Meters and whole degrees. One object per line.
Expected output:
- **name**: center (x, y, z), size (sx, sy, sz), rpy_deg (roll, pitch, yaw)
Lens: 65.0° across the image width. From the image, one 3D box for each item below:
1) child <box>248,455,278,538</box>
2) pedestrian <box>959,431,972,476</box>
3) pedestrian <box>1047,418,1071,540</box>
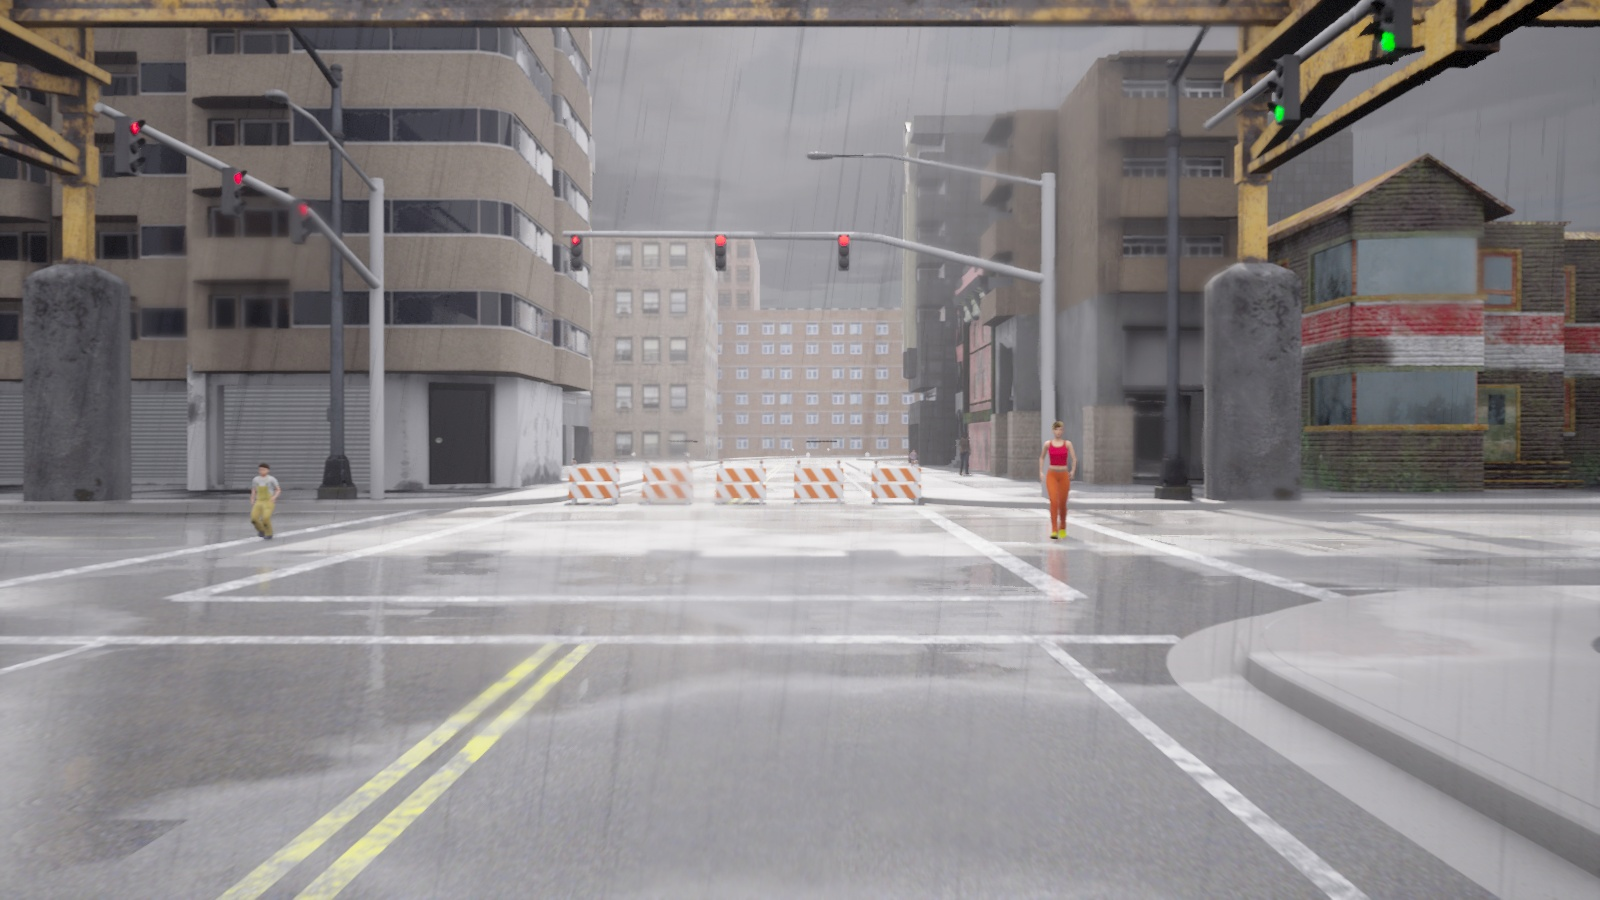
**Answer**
- **child**: center (-8.253, 0.706, 19.299), size (0.270, 1.263, 0.437), rpy_deg (0, 0, 0)
- **pedestrian**: center (6.749, 0.128, 51.223), size (0.328, 1.805, 0.869), rpy_deg (0, 0, -7)
- **pedestrian**: center (3.973, 0.437, 19.256), size (0.345, 1.836, 0.594), rpy_deg (0, 0, 11)
